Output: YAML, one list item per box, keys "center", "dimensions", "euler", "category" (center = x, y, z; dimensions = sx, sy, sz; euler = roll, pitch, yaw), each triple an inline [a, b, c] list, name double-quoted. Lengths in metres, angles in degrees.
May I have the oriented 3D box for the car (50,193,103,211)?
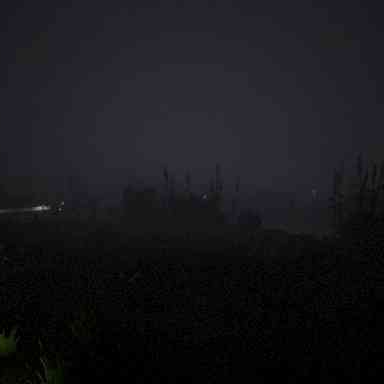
- center: [-10.527, 0.961, 30.377]
  dimensions: [2.097, 1.767, 4.553]
  euler: [0, 3, 40]
  category: "car"

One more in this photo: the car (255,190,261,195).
- center: [11.182, 0.805, 48.371]
  dimensions: [2.150, 2.045, 5.566]
  euler: [0, -2, 43]
  category: "car"
